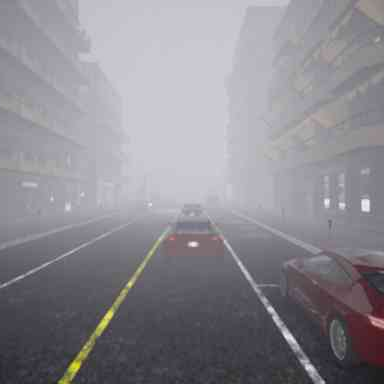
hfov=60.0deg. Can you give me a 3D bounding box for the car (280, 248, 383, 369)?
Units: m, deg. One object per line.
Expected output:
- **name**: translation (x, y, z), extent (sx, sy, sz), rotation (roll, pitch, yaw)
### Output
- **car**: translation (2.703, 1.578, 5.471), extent (1.802, 1.307, 4.206), rotation (1, 0, 0)

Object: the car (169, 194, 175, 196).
- **car**: translation (-5.691, 1.355, 93.346), extent (1.967, 1.590, 4.097), rotation (1, 0, 0)

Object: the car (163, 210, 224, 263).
- **car**: translation (0.057, 1.552, 12.025), extent (1.994, 1.385, 4.181), rotation (0, 0, 0)

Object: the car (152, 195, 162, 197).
- **car**: translation (-5.653, 1.522, 49.739), extent (1.947, 1.339, 4.313), rotation (1, 0, 0)

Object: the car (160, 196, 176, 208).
- **car**: translation (-3.097, 1.560, 46.120), extent (1.895, 1.301, 4.718), rotation (0, 0, 0)

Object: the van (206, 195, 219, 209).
- **van**: translation (2.700, 1.302, 44.253), extent (1.690, 1.788, 3.998), rotation (1, 0, 0)

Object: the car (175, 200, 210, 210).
- **car**: translation (0.037, 1.526, 25.005), extent (2.033, 1.411, 5.357), rotation (0, 0, 0)

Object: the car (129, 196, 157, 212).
- **car**: translation (-5.651, 1.517, 38.659), extent (2.008, 1.369, 4.403), rotation (1, 0, 0)

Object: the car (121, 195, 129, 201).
- **car**: translation (-16.506, 1.427, 77.924), extent (4.097, 1.590, 1.967), rotation (0, -1, 0)

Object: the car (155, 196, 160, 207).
- **car**: translation (-5.652, 1.543, 44.200), extent (1.802, 1.307, 4.206), rotation (1, 0, 0)
